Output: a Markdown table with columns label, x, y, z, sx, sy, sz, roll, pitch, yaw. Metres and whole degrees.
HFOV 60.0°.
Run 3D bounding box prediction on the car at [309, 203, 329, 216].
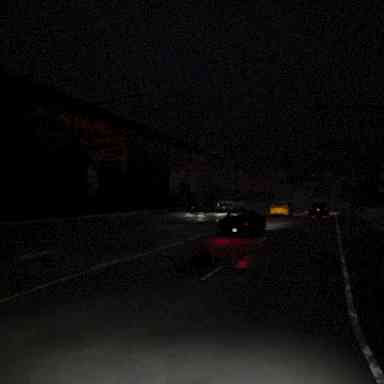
| label | x | y | z | sx | sy | sz | roll | pitch | yaw |
| --- | --- | --- | --- | --- | --- | --- | --- | --- | --- |
| car | 14.027 | 1.872 | 36.699 | 1.994 | 1.385 | 4.181 | 0 | 0 | 24 |

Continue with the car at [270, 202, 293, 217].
| label | x | y | z | sx | sy | sz | roll | pitch | yaw |
| --- | --- | --- | --- | --- | --- | --- | --- | --- | --- |
| car | 9.476 | 1.763 | 34.889 | 1.882 | 1.535 | 5.008 | 0 | 0 | 23 |

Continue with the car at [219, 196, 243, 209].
| label | x | y | z | sx | sy | sz | roll | pitch | yaw |
| --- | --- | --- | --- | --- | --- | --- | --- | --- | --- |
| car | 4.927 | 1.558 | 42.468 | 2.150 | 2.045 | 5.566 | 0 | -1 | 23 |

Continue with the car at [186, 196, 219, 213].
| label | x | y | z | sx | sy | sz | roll | pitch | yaw |
| --- | --- | --- | --- | --- | --- | --- | --- | --- | --- |
| car | 1.185 | 1.552 | 42.633 | 2.150 | 2.045 | 5.566 | 0 | -1 | 23 |

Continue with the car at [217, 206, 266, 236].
| label | x | y | z | sx | sy | sz | roll | pitch | yaw |
| --- | --- | --- | --- | --- | --- | --- | --- | --- | --- |
| car | 3.169 | 1.760 | 19.923 | 1.895 | 1.301 | 4.718 | 0 | 0 | 23 |
